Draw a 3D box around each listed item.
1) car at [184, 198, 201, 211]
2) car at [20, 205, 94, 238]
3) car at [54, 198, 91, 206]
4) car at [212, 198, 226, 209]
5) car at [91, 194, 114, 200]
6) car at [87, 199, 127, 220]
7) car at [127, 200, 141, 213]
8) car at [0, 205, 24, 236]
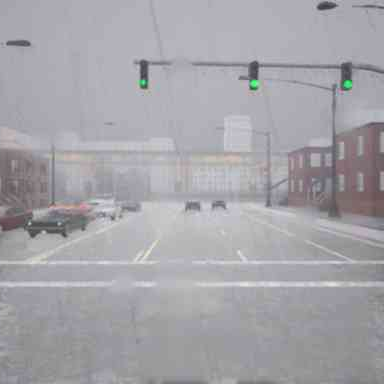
[{"bbox_3d":[0.104,1.523,40.816,1.882,1.535,5.008,0,0,0],"label":"car"},{"bbox_3d":[-7.095,1.621,18.111,1.895,1.301,4.718,0,0,0],"label":"car"},{"bbox_3d":[-10.591,1.384,28.505,2.097,1.767,4.553,0,0,0],"label":"car"},{"bbox_3d":[3.638,1.557,45.635,1.837,1.490,4.892,0,0,3],"label":"car"},{"bbox_3d":[-10.582,1.265,39.062,2.150,2.045,5.566,0,0,-1],"label":"car"},{"bbox_3d":[-7.086,1.557,28.110,1.812,1.442,4.674,0,0,0],"label":"car"},{"bbox_3d":[-7.075,1.590,38.391,2.033,1.411,5.357,0,0,1],"label":"car"},{"bbox_3d":[-10.597,1.498,18.339,1.882,1.535,5.008,0,0,0],"label":"car"}]
